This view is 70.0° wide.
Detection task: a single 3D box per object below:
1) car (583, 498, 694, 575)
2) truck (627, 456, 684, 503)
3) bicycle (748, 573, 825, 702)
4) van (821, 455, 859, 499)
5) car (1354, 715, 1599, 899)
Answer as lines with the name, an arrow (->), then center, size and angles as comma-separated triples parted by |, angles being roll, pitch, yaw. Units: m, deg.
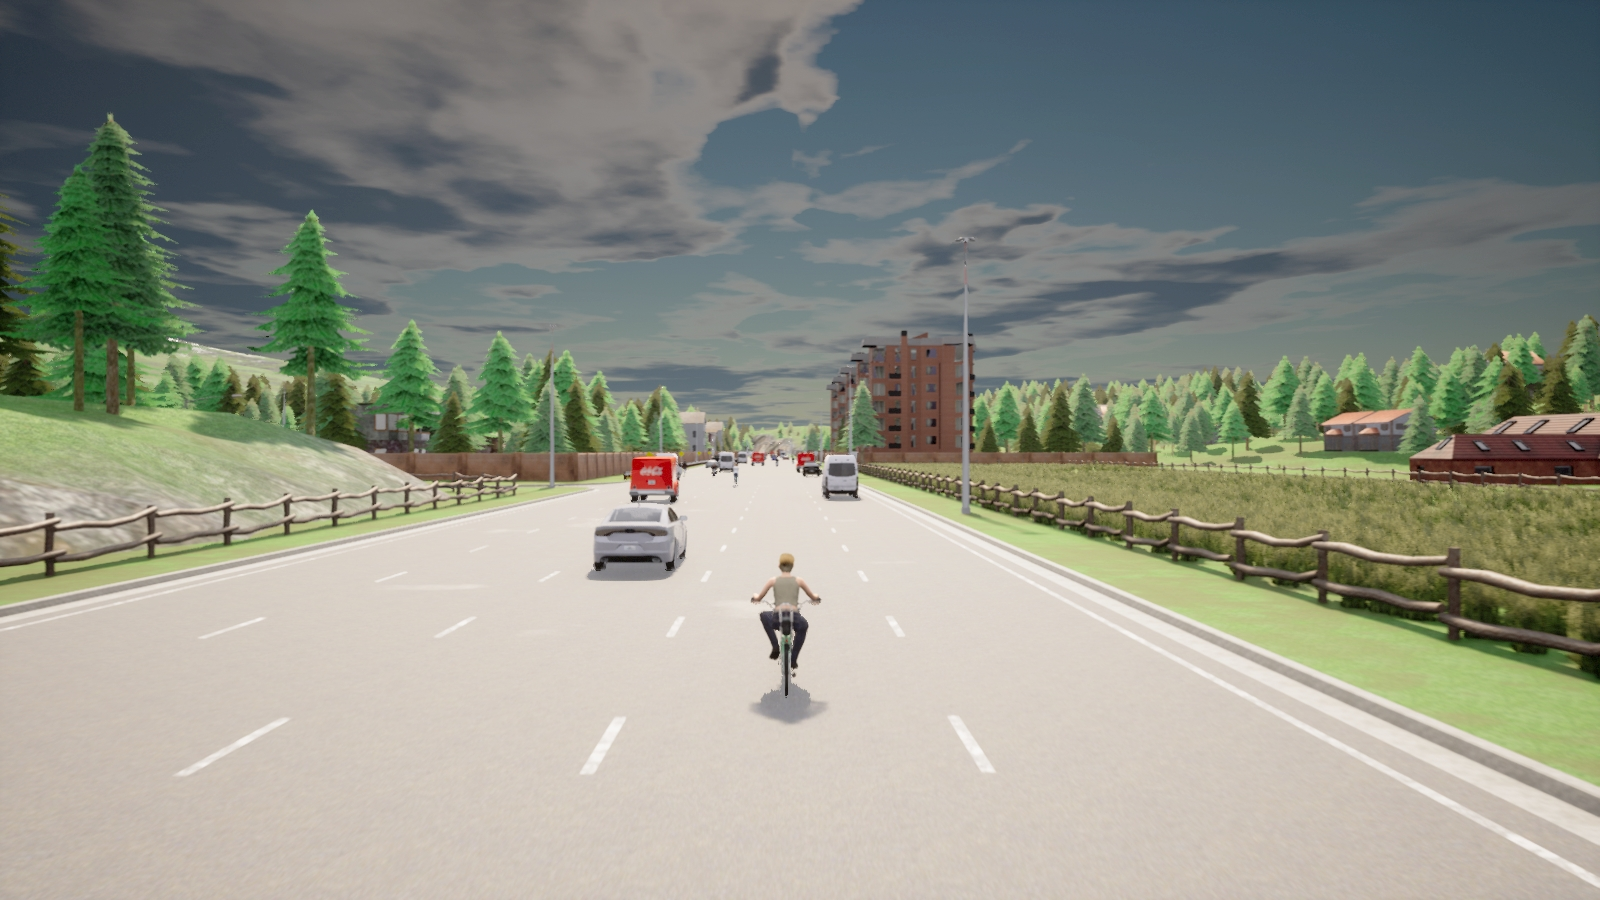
car -> -3.883, 2.055, 28.302 | 2.097, 1.535, 5.006 | 0, 0, -1
truck -> -7.985, 1.616, 63.704 | 2.627, 2.467, 5.204 | 0, 0, -1
bicycle -> -0.162, 2.168, 13.495 | 0.859, 1.276, 1.487 | 0, 0, -1
van -> 2.399, 1.583, 69.745 | 1.988, 2.561, 5.915 | 0, 0, -1
car -> 3.525, 1.970, 2.595 | 2.242, 1.667, 4.611 | 0, 0, -1
